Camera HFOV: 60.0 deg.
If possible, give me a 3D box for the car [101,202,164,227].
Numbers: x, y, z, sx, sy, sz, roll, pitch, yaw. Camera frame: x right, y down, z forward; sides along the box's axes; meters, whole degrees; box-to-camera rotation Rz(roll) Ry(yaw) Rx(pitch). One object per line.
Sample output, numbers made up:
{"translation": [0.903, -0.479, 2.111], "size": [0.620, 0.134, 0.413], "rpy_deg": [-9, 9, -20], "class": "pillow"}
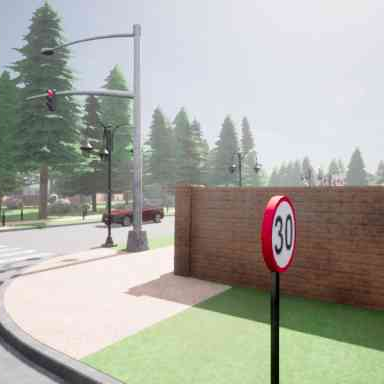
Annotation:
{"translation": [-4.012, 1.464, 23.168], "size": [1.882, 1.535, 5.008], "rpy_deg": [0, 0, 35], "class": "car"}
